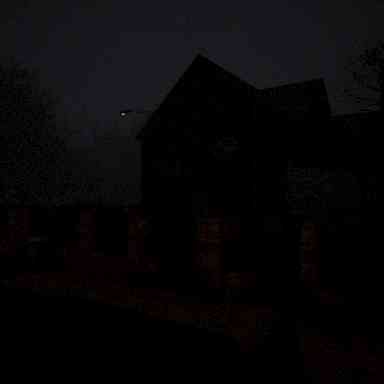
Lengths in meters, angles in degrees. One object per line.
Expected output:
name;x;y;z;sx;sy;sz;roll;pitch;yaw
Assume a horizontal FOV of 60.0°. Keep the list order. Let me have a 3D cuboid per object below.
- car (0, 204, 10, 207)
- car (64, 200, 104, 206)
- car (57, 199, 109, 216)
car;-15.563;1.648;24.069;1.895;1.301;4.718;0;0;35
car;-9.915;1.644;32.058;1.994;1.385;4.181;0;0;35
car;-11.517;1.581;35.417;2.128;1.511;4.902;0;0;35
